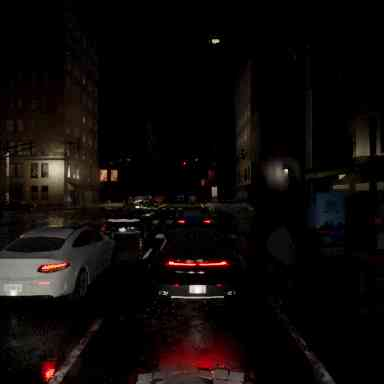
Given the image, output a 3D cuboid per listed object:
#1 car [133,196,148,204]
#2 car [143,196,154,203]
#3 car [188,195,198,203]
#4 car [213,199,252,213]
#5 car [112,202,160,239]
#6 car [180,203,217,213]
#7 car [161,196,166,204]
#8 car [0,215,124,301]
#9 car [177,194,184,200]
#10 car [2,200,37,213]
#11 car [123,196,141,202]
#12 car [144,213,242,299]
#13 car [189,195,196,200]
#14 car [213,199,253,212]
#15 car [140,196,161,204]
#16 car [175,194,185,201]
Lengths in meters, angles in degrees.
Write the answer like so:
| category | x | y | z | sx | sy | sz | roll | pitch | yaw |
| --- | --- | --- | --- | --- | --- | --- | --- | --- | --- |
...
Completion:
| category | x | y | z | sx | sy | sz | roll | pitch | yaw |
| --- | --- | --- | --- | --- | --- | --- | --- | --- | --- |
| car | -9.732 | 1.513 | 63.508 | 2.128 | 1.511 | 4.902 | 0 | 0 | 1 |
| car | -9.674 | 1.546 | 73.722 | 1.812 | 1.442 | 4.674 | 0 | 0 | 0 |
| car | 0.165 | 1.514 | 66.179 | 2.128 | 1.511 | 4.902 | 0 | 0 | 0 |
| car | 4.101 | 1.580 | 36.322 | 4.674 | 1.442 | 1.812 | 0 | -1 | -10 |
| car | -3.134 | 1.499 | 17.446 | 2.128 | 1.511 | 4.902 | 0 | 0 | 0 |
| car | 0.100 | 1.533 | 17.548 | 1.812 | 1.442 | 4.674 | 0 | 0 | 0 |
| car | -6.498 | 1.547 | 61.946 | 1.812 | 1.442 | 4.674 | 0 | 0 | 1 |
| car | -3.148 | 1.529 | 8.180 | 1.812 | 1.442 | 4.674 | 0 | 0 | 0 |
| car | -3.153 | 1.321 | 93.211 | 1.882 | 1.535 | 5.008 | 0 | 0 | 0 |
| car | -19.944 | 1.581 | 36.817 | 4.718 | 1.301 | 1.895 | 0 | -1 | 0 |
| car | -9.780 | 1.526 | 53.379 | 1.837 | 1.490 | 4.892 | 0 | 0 | 0 |
| car | 0.101 | 1.508 | 8.431 | 1.837 | 1.490 | 4.892 | 0 | 0 | 0 |
| car | 0.098 | 1.606 | 93.652 | 1.895 | 1.301 | 4.718 | 0 | 0 | 0 |
| car | 4.883 | 1.632 | 40.136 | 4.674 | 1.442 | 1.812 | 0 | -1 | 0 |
| car | -6.535 | 1.526 | 52.922 | 1.837 | 1.490 | 4.892 | 0 | 0 | 0 |
| car | -3.164 | 1.537 | 82.792 | 2.128 | 1.511 | 4.902 | 0 | 0 | 0 |
